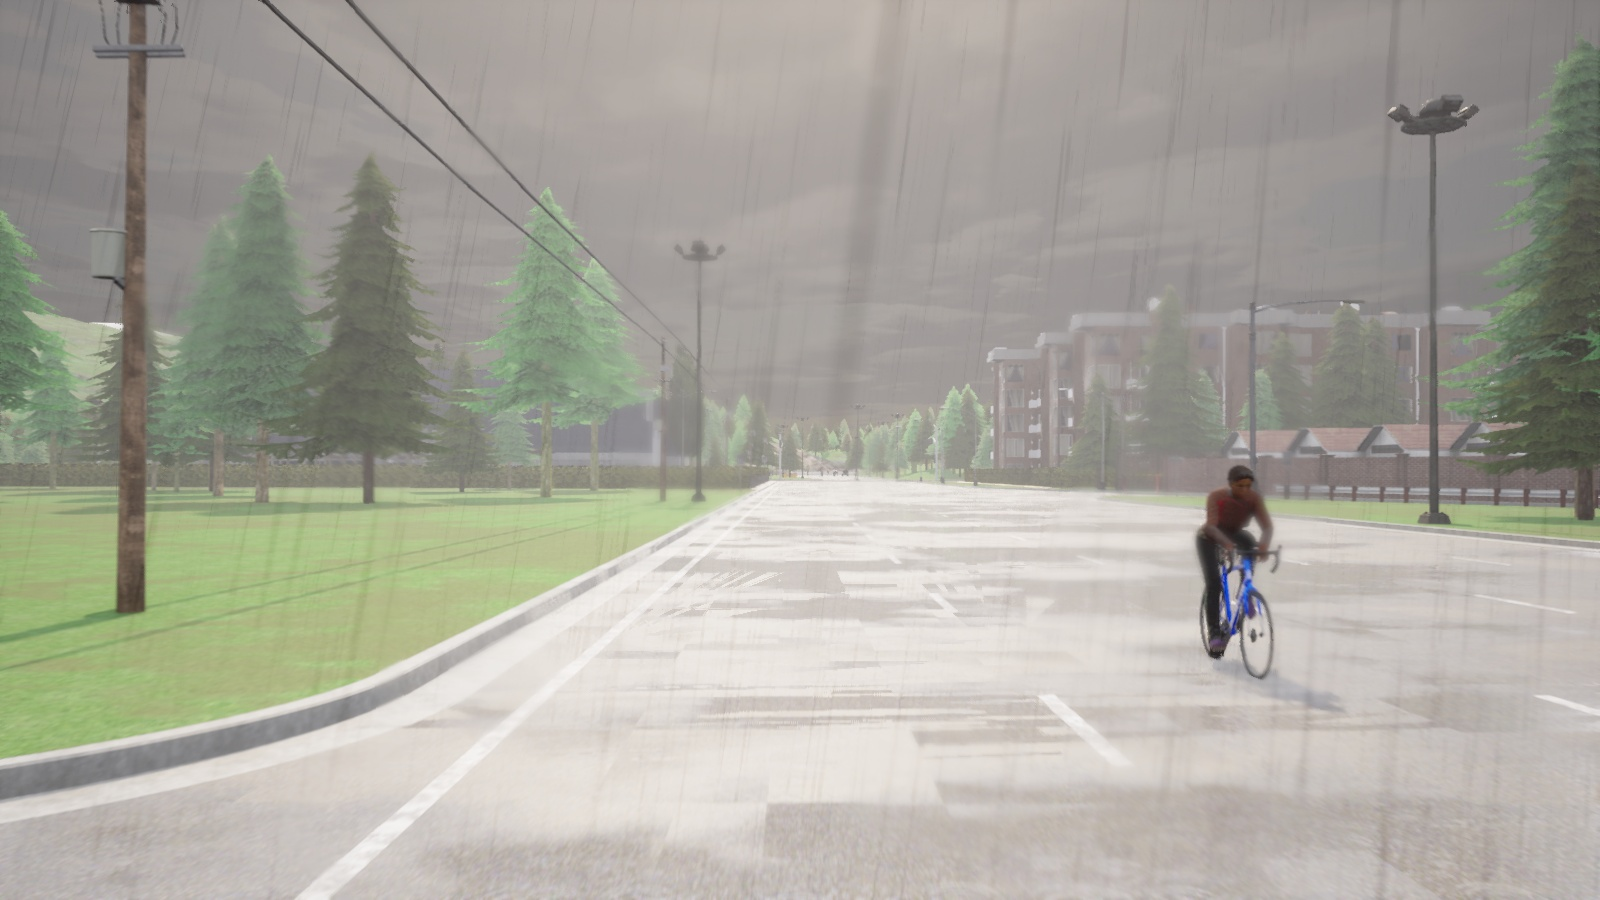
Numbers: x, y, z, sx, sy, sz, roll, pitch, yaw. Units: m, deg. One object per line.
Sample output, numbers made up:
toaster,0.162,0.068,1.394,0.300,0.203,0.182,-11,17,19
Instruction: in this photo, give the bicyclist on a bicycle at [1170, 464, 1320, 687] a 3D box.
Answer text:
bicyclist on a bicycle,3.476,0.920,9.943,0.582,1.620,1.656,0,-1,0
